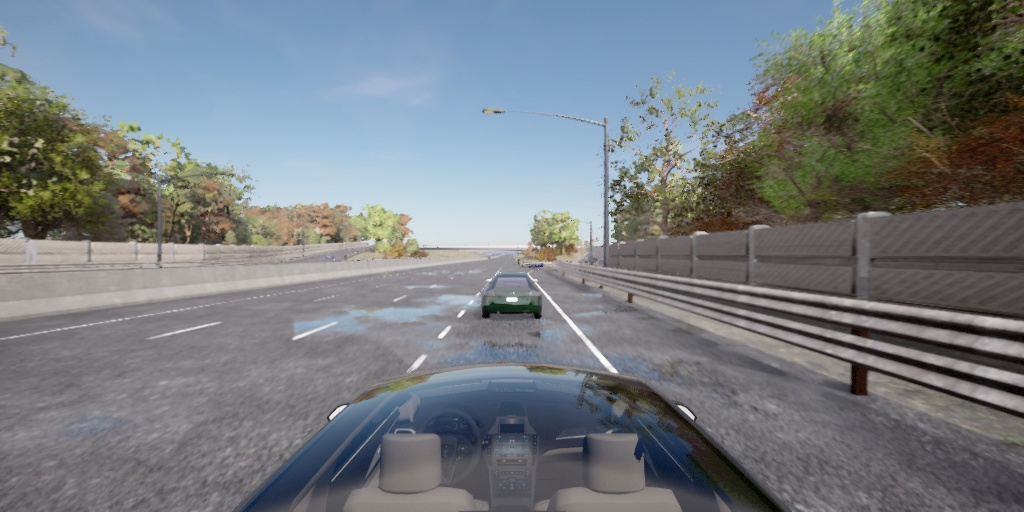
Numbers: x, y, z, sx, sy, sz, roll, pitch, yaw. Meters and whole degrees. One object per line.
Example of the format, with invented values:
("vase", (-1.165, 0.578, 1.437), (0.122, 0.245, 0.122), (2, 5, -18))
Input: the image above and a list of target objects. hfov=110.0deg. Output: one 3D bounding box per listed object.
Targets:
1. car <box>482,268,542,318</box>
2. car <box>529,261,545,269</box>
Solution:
("car", (-0.002, 1.307, 13.025), (1.994, 1.385, 4.181), (0, 0, 0))
("car", (4.432, 1.610, 63.296), (1.895, 1.301, 4.718), (0, -1, 18))
